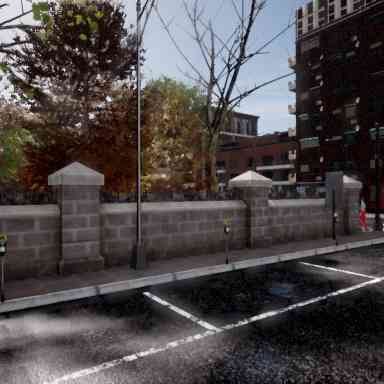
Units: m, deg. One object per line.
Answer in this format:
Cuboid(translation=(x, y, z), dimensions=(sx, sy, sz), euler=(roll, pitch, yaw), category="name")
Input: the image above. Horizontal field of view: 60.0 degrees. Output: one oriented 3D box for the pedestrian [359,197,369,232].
Cuboid(translation=(8.900, 1.148, 17.412), dimensions=(0.375, 1.860, 0.375), euler=(0, 0, -36), category="pedestrian")
